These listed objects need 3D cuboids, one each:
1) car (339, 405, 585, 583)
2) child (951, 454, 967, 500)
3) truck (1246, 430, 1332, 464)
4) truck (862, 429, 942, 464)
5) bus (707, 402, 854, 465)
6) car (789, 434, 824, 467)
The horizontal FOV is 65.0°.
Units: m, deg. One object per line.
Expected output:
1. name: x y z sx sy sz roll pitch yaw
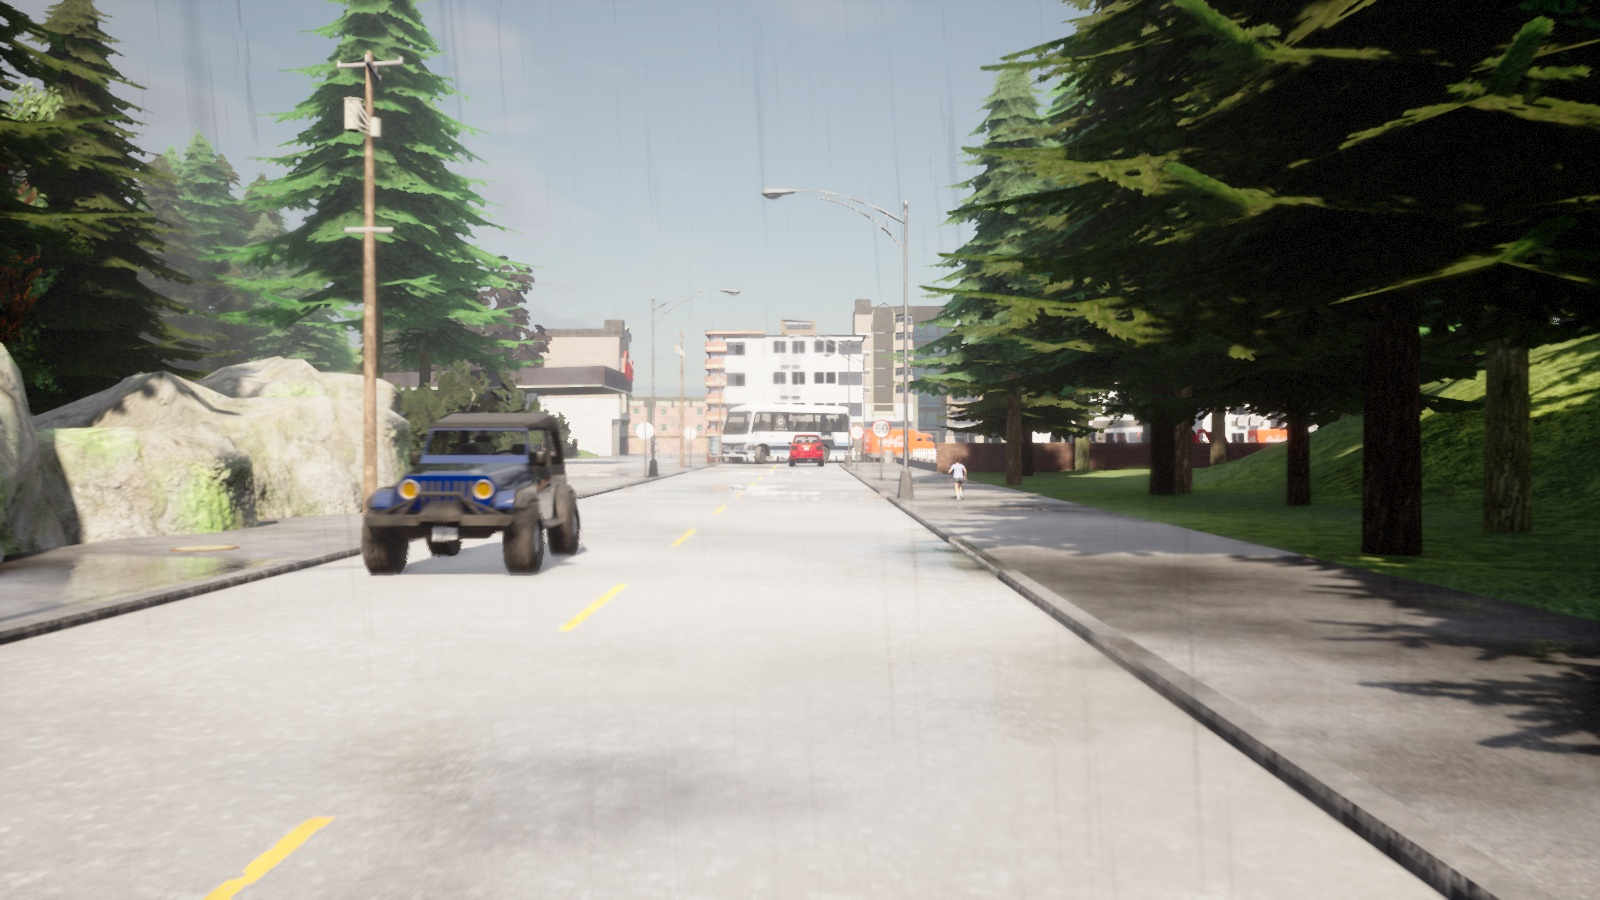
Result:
1. car: -3.898 0.454 15.179 1.905 1.878 3.866 0 0 0
2. child: 3.888 0.666 30.702 0.255 1.110 0.394 0 0 -12
3. truck: 35.521 -0.227 91.388 5.204 2.467 2.627 0 0 0
4. truck: 7.366 -0.250 91.295 5.204 2.467 2.627 0 0 -16
5. bus: -1.293 -1.141 90.047 10.273 4.253 3.944 0 0 -40
6. car: 0.424 0.010 80.892 2.150 2.045 5.566 0 0 0
